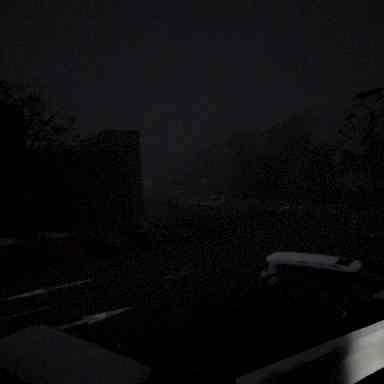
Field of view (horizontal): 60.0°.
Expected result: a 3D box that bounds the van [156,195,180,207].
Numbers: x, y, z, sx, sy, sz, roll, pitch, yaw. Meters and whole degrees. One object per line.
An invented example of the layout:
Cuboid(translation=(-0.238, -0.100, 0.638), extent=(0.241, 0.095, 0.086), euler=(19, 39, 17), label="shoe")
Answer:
Cuboid(translation=(-3.740, 1.639, 59.371), extent=(1.878, 1.987, 4.442), euler=(-1, 4, 37), label="van")

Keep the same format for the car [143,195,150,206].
Cuboid(translation=(-6.928, 1.683, 64.512), extent=(2.185, 1.767, 4.553), euler=(-2, 4, 37), label="car")

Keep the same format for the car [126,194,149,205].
Cuboid(translation=(-11.723, 1.607, 72.150), extent=(2.185, 1.767, 4.553), euler=(-1, 4, 38), label="car")

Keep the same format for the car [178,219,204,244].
Cuboid(translation=(-1.819, 3.287, 27.241), extent=(4.792, 1.488, 2.163), euler=(-2, 2, 36), label="car")

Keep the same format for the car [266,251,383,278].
Cuboid(translation=(5.080, 3.350, 11.438), extent=(5.566, 2.045, 2.435), euler=(0, 4, 36), label="car")

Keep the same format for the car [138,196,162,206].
Cuboid(translation=(-8.510, 1.822, 67.073), extent=(2.002, 1.452, 4.674), euler=(-2, 4, 38), label="car")

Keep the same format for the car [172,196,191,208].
Cuboid(translation=(-0.302, 1.884, 54.570), extent=(1.946, 1.575, 5.366), euler=(-2, 4, 37), label="car")

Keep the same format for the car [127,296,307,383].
Cuboid(translation=(0.089, 3.924, 8.049), extent=(4.553, 1.767, 2.185), euler=(0, 4, 36), label="car")

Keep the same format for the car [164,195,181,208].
Cuboid(translation=(-2.040, 1.919, 56.950), extent=(2.002, 1.452, 4.674), euler=(-2, 4, 37), label="car")

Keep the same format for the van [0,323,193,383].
Cuboid(translation=(-2.337, 4.046, 6.314), extent=(4.442, 1.987, 1.878), euler=(0, 4, 36), label="van")

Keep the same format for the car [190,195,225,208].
Cuboid(translation=(2.812, 1.702, 49.327), extent=(2.435, 2.045, 5.566), euler=(-1, 4, 37), label="car")

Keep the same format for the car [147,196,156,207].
Cuboid(translation=(-5.269, 1.829, 62.010), extent=(2.097, 1.535, 5.008), euler=(-1, 4, 37), label="car")

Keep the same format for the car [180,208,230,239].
Cuboid(translation=(0.551, 2.792, 28.892), extent=(5.566, 2.045, 2.435), euler=(-2, 3, 36), label="car")

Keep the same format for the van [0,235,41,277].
Cuboid(translation=(-11.737, 3.915, 20.684), extent=(4.442, 1.987, 1.878), euler=(-2, 3, 36), label="van")

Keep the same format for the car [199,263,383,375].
Cuboid(translation=(2.529, 3.576, 9.762), extent=(5.566, 2.045, 2.435), euler=(0, 4, 36), label="car")

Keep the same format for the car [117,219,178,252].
Cuboid(translation=(-4.283, 3.227, 25.566), extent=(5.566, 2.045, 2.435), euler=(-2, 2, 36), label="car")

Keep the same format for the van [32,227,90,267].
Cuboid(translation=(-9.292, 3.696, 22.337), extent=(4.442, 1.987, 1.878), euler=(-2, 3, 36), label="van")

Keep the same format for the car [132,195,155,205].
Cuboid(translation=(-10.110, 1.630, 69.619), extent=(2.185, 1.767, 4.553), euler=(-1, 4, 38), label="car")

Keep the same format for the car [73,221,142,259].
Cuboid(translation=(-6.728, 3.446, 23.914), extent=(5.566, 2.045, 2.435), euler=(-2, 2, 36), label="car")
